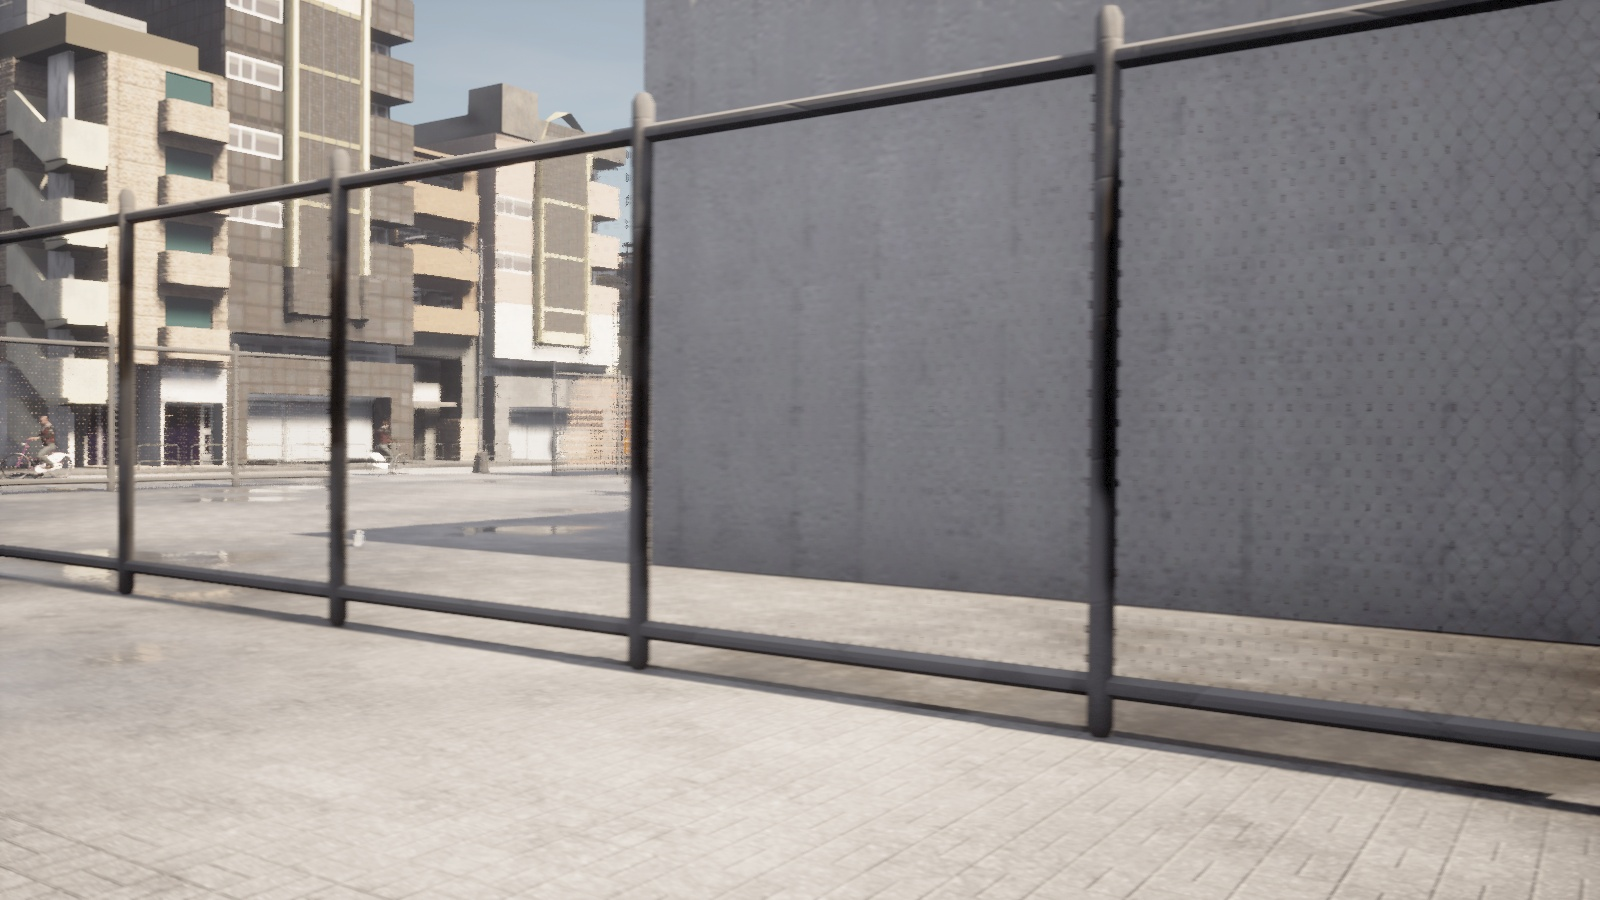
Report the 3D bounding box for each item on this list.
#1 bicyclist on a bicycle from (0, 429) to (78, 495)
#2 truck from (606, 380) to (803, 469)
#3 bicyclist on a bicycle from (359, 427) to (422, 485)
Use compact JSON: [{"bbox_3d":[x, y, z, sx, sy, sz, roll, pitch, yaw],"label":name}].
[{"bbox_3d":[-21.153,0.318,34.844,0.659,1.776,1.843,0,1,33],"label":"bicyclist on a bicycle"},{"bbox_3d":[-4.339,-1.173,57.016,8.468,3.827,2.891,-1,1,-17],"label":"truck"},{"bbox_3d":[-13.004,0.175,39.909,0.659,1.776,1.843,0,1,34],"label":"bicyclist on a bicycle"}]
